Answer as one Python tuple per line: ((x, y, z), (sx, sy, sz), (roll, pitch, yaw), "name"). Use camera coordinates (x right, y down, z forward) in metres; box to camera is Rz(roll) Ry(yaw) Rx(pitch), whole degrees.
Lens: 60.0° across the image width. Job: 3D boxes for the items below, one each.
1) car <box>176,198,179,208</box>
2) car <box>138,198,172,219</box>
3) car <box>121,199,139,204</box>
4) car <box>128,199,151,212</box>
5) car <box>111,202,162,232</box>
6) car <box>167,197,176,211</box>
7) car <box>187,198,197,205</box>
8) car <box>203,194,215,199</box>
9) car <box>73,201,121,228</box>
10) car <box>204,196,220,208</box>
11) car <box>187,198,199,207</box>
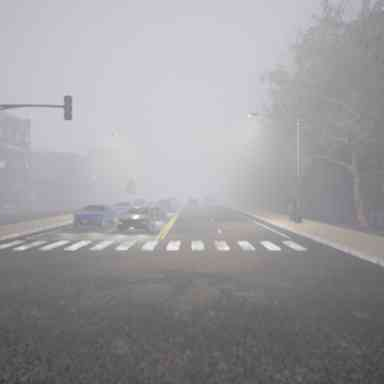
((-3.234, 1.520, 51.909), (2.097, 1.767, 4.553), (0, 0, 1), "car")
((-3.313, 1.592, 30.629), (2.128, 1.511, 4.902), (0, 0, 0), "car")
((-6.565, 1.632, 32.201), (1.812, 1.442, 4.674), (0, 0, 0), "car")
((-6.537, 1.630, 42.328), (2.128, 1.511, 4.902), (0, 0, 0), "car")
((-3.329, 1.617, 21.017), (2.033, 1.411, 5.357), (0, 0, 0), "car")
((-3.296, 1.610, 40.541), (1.882, 1.535, 5.008), (0, 0, 0), "car")
((0.071, 1.805, 63.826), (1.895, 1.301, 4.718), (0, 0, 0), "car")
((3.321, 1.422, 62.841), (2.150, 2.045, 5.566), (0, 0, 0), "car")
((-6.577, 1.554, 22.937), (1.882, 1.535, 5.008), (0, 0, 0), "car")
((3.405, 1.770, 52.656), (1.895, 1.301, 4.718), (0, 0, 0), "car")
((0.159, 1.650, 53.542), (1.882, 1.535, 5.008), (0, 0, 0), "car")
